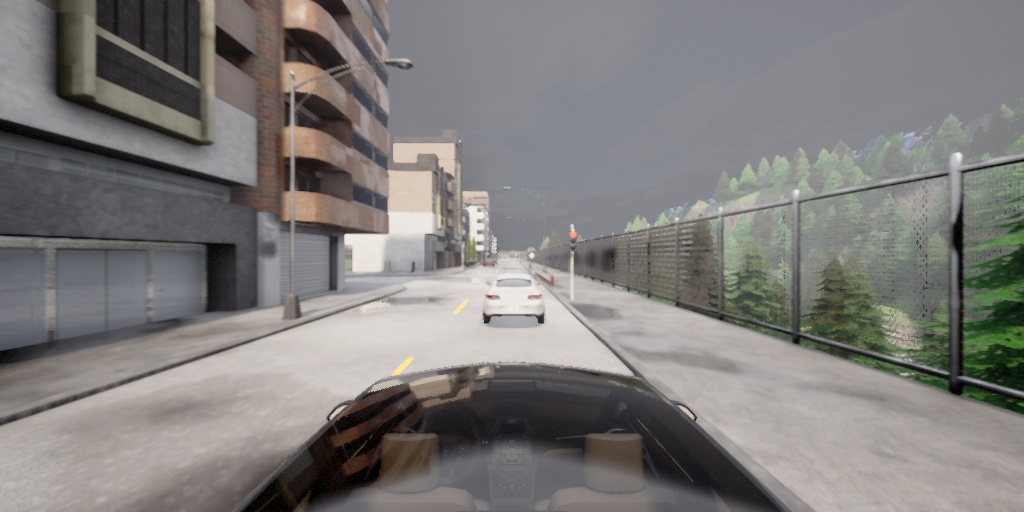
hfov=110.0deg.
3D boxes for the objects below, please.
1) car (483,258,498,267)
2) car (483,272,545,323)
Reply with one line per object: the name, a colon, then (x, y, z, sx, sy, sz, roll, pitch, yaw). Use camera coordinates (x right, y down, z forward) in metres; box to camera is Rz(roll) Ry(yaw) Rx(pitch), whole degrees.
car: (-4.035, 1.128, 62.422, 1.882, 1.535, 5.008, 0, 0, 0)
car: (0.064, 1.259, 11.957, 1.812, 1.442, 4.674, 0, 0, 0)
